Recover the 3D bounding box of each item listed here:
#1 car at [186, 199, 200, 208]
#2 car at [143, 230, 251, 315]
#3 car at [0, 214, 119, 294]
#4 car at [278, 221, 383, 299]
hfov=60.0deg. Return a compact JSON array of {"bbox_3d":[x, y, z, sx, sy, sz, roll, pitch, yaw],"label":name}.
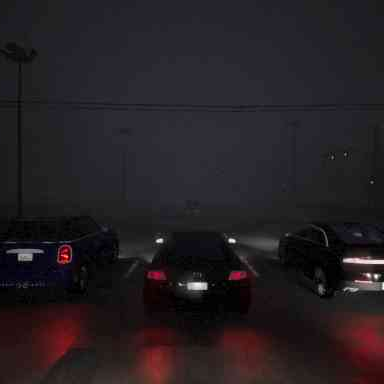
[{"bbox_3d":[0.078,1.601,46.410,1.895,1.301,4.718,0,0,0],"label":"car"},{"bbox_3d":[0.092,1.564,7.636,1.994,1.385,4.181,0,0,0],"label":"car"},{"bbox_3d":[-3.406,1.352,8.929,2.097,1.767,4.553,0,0,0],"label":"car"},{"bbox_3d":[3.595,1.492,8.447,2.128,1.511,4.902,0,0,0],"label":"car"}]
